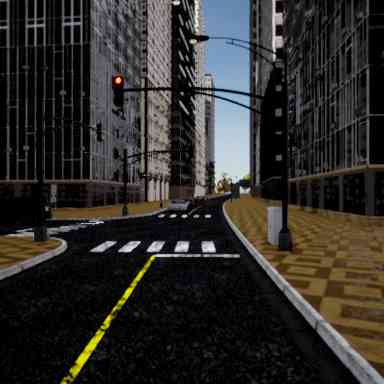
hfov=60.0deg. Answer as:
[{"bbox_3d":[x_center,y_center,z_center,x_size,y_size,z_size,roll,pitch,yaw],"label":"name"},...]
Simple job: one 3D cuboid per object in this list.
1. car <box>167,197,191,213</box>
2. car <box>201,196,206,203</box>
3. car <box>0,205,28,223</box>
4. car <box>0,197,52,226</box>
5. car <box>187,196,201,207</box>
[{"bbox_3d":[-1.580,1.553,36.895,1.895,1.301,4.718,0,0,4],"label":"car"},{"bbox_3d":[1.659,1.426,66.527,2.033,1.411,5.357,0,0,8],"label":"car"},{"bbox_3d":[-16.484,1.837,28.056,4.403,1.369,2.008,-1,1,10],"label":"car"},{"bbox_3d":[-13.391,1.435,25.034,5.566,2.045,2.150,-1,0,9],"label":"car"},{"bbox_3d":[-0.345,1.415,50.395,2.128,1.511,4.902,0,0,6],"label":"car"}]
